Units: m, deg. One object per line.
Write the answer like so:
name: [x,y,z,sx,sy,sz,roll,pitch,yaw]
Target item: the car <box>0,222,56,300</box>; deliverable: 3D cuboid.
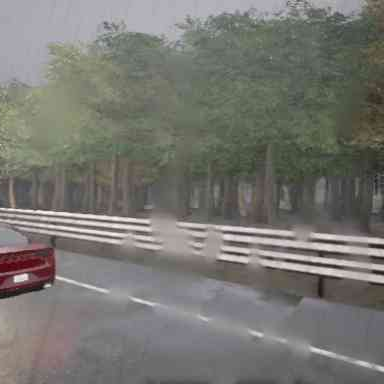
car: [-5.137,1.398,7.619,5.008,1.535,1.882,1,0,36]
